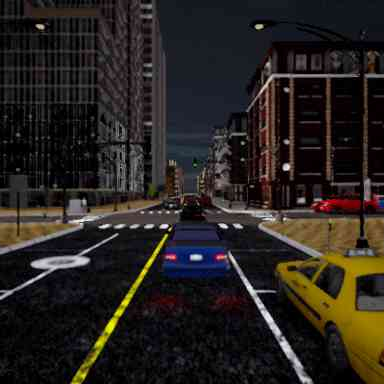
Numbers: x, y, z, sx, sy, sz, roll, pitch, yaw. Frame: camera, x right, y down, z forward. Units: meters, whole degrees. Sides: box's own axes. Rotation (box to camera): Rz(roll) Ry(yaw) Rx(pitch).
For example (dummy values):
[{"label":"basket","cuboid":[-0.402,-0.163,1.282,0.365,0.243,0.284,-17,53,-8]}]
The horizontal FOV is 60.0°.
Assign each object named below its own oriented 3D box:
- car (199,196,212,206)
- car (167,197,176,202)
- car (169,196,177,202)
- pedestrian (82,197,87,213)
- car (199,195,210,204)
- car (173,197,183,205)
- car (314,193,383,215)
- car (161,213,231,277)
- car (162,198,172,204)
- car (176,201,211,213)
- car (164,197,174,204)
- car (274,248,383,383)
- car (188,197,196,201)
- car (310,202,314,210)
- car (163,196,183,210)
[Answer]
[{"label":"car","cuboid":[2.565,1.614,59.979,2.192,1.841,5.009,0,0,0]},{"label":"car","cuboid":[-5.313,1.992,87.943,2.008,1.369,4.403,0,0,0]},{"label":"car","cuboid":[-5.360,1.909,93.535,1.967,1.590,4.097,0,0,0]},{"label":"pedestrian","cuboid":[-12.347,1.459,38.170,0.375,1.860,0.375,0,1,-1]},{"label":"car","cuboid":[2.566,1.671,71.165,2.192,1.841,5.009,0,0,0]},{"label":"car","cuboid":[-2.748,1.817,67.935,1.882,1.535,5.008,0,0,0]},{"label":"car","cuboid":[15.620,1.165,33.068,5.566,2.045,2.150,-1,0,-1]},{"label":"car","cuboid":[0.100,1.599,10.343,2.033,1.411,5.357,0,0,0]},{"label":"car","cuboid":[-5.314,1.907,71.164,2.008,1.369,4.403,0,0,0]},{"label":"car","cuboid":[0.090,1.622,23.037,1.837,1.490,4.892,0,0,0]},{"label":"car","cuboid":[-5.314,1.929,76.757,1.887,1.381,4.507,0,0,0]},{"label":"car","cuboid":[2.564,1.552,5.332,1.752,1.417,4.829,0,0,0]},{"label":"car","cuboid":[0.003,1.992,87.680,1.994,1.385,4.181,0,0,0]},{"label":"car","cuboid":[15.314,1.270,35.525,5.009,1.841,2.192,-1,1,-1]},{"label":"car","cuboid":[-2.842,1.730,47.821,2.128,1.511,4.902,0,0,0]}]
